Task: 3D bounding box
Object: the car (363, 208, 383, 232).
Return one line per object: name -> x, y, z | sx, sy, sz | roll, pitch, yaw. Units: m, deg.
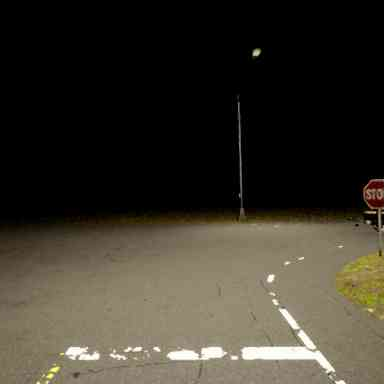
car -> 10.219, 1.045, 14.806 | 4.902, 1.511, 2.128 | -2, -2, -2
